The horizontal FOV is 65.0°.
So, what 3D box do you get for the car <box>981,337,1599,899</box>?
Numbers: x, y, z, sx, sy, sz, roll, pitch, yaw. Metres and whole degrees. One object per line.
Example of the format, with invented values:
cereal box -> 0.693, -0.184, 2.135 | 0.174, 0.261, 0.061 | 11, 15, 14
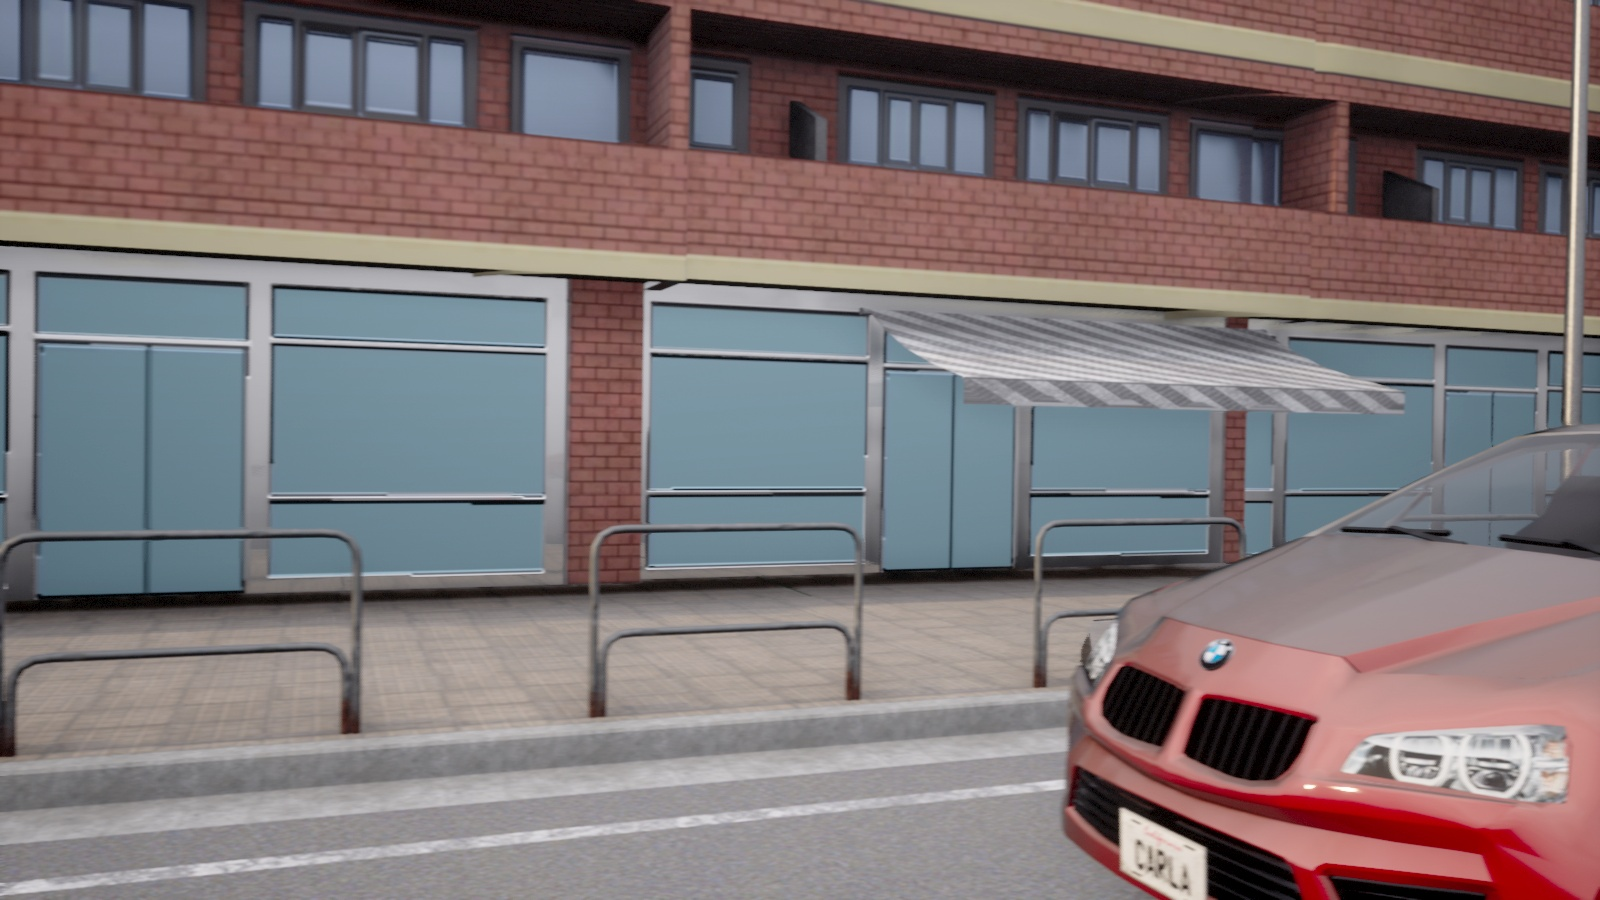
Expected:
car -> 3.233, 0.562, 4.468 | 4.611, 1.667, 2.242 | -1, 1, -21
